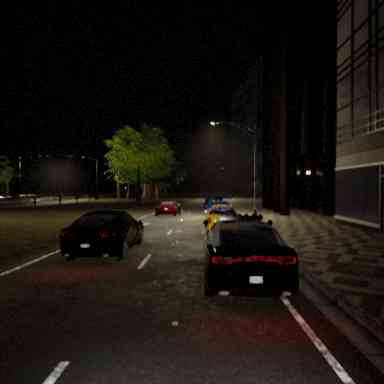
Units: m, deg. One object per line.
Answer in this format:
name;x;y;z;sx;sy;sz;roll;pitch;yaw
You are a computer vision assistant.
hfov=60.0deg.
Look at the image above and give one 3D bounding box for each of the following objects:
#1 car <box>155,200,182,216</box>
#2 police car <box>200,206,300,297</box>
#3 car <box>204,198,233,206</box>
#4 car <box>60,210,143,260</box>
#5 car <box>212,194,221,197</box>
car;-2.060;1.411;30.194;1.994;1.385;4.181;0;0;4
police car;1.248;1.378;8.641;1.930;1.638;5.238;0;0;2
car;1.646;1.358;18.587;1.801;1.575;5.366;0;0;3
car;-3.053;1.410;12.213;1.882;1.535;5.008;0;0;2
car;2.596;1.333;44.691;2.033;1.411;5.357;0;0;7
